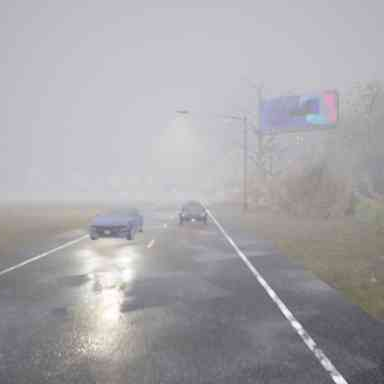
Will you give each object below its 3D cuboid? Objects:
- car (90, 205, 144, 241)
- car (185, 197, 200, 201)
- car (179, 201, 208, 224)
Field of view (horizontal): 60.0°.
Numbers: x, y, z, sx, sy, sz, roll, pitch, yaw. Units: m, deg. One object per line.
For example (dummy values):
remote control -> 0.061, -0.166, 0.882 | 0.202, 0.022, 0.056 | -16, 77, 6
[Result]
car -> -3.580, 1.440, 16.598 | 1.882, 1.535, 5.008 | 0, 0, 0
car -> 0.112, 1.425, 43.773 | 1.812, 1.442, 4.674 | 0, 0, 0
car -> 0.093, 1.546, 23.877 | 1.895, 1.301, 4.718 | 0, 0, 0
